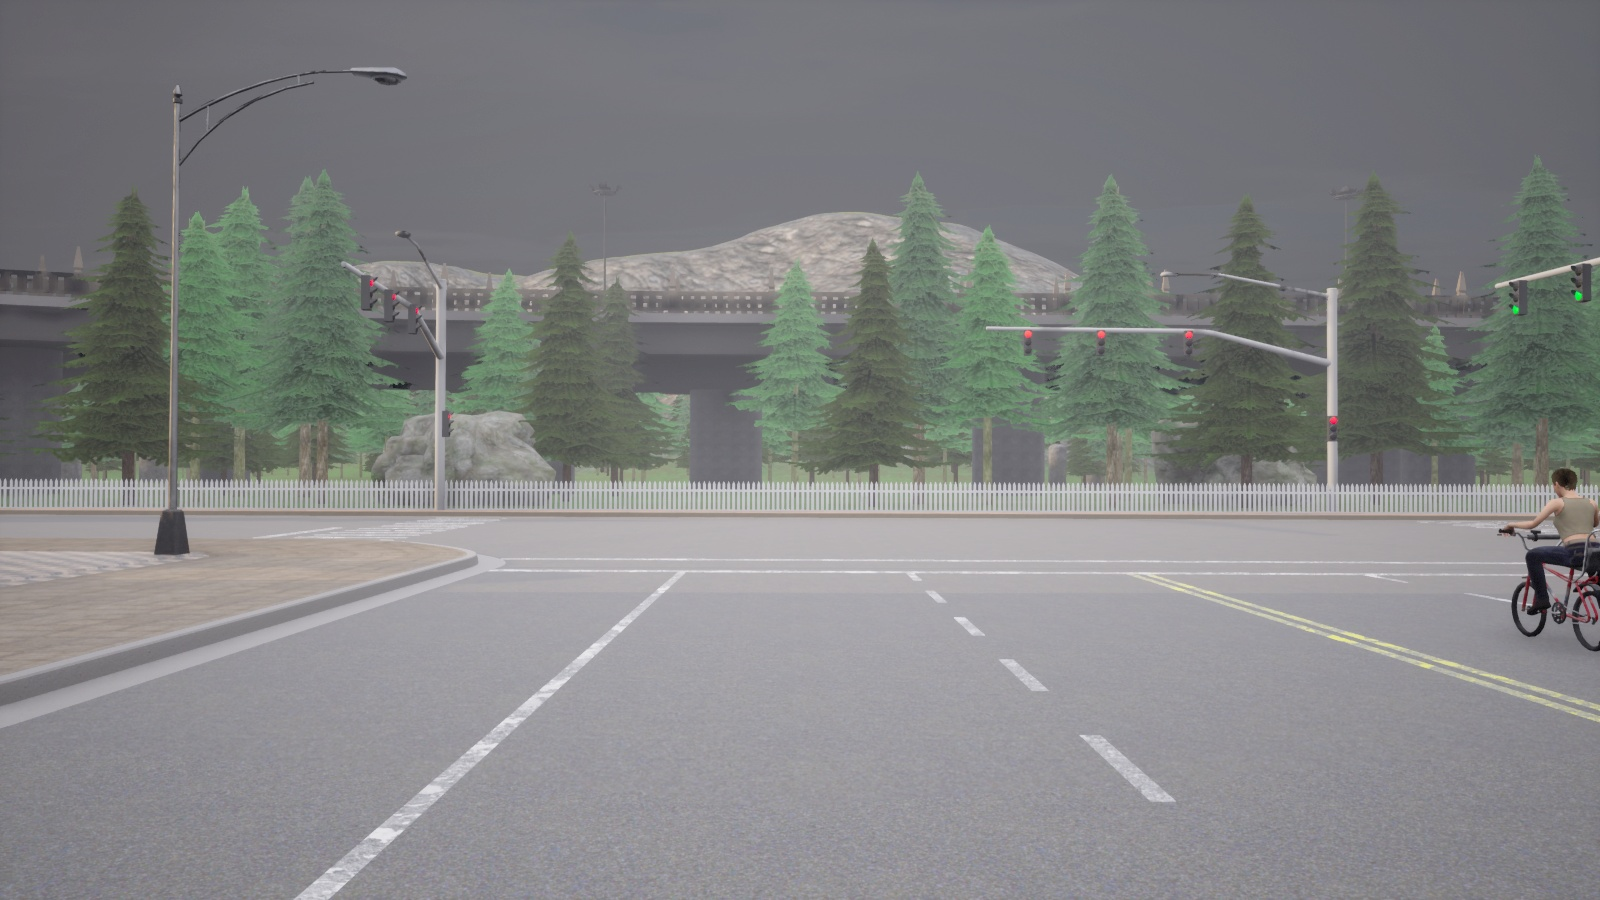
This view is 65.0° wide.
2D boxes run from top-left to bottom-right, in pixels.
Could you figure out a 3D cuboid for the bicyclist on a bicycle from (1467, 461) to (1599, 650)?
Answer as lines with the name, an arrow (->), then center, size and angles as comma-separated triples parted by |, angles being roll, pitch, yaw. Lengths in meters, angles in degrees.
bicyclist on a bicycle -> 6.975, 0.916, 11.527 | 0.866, 1.612, 1.509 | 0, -1, 0
